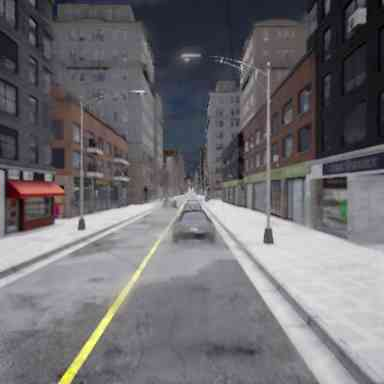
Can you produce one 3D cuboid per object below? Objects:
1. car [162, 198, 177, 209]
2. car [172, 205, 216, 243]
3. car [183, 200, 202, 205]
[{"bbox_3d":[-3.063,1.535,46.403,1.812,1.442,4.674,0,0,0],"label":"car"},{"bbox_3d":[0.093,1.570,16.272,1.994,1.385,4.181,0,0,0],"label":"car"},{"bbox_3d":[0.095,1.557,34.784,2.033,1.411,5.357,0,0,0],"label":"car"}]
